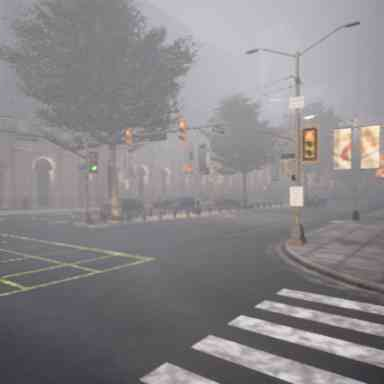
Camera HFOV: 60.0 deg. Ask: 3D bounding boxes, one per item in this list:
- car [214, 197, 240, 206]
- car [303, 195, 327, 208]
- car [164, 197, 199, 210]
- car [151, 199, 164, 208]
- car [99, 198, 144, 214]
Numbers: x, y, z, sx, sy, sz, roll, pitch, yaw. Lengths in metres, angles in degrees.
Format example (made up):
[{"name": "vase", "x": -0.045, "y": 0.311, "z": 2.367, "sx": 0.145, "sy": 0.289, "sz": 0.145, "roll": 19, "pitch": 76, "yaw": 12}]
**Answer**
[{"name": "car", "x": 5.104, "y": 1.407, "z": 49.062, "sx": 1.895, "sy": 1.301, "sz": 4.718, "roll": 0, "pitch": 0, "yaw": 37}, {"name": "car", "x": 16.654, "y": 1.181, "z": 45.006, "sx": 2.097, "sy": 1.767, "sz": 4.553, "roll": 0, "pitch": 0, "yaw": 37}, {"name": "car", "x": -0.910, "y": 1.361, "z": 40.955, "sx": 1.812, "sy": 1.442, "sz": 4.674, "roll": 0, "pitch": 0, "yaw": 37}, {"name": "car", "x": -3.088, "y": 1.419, "z": 43.330, "sx": 1.895, "sy": 1.301, "sz": 4.718, "roll": 0, "pitch": 0, "yaw": 36}, {"name": "car", "x": -6.869, "y": 1.368, "z": 32.953, "sx": 1.837, "sy": 1.490, "sz": 4.892, "roll": 0, "pitch": 0, "yaw": 37}]
